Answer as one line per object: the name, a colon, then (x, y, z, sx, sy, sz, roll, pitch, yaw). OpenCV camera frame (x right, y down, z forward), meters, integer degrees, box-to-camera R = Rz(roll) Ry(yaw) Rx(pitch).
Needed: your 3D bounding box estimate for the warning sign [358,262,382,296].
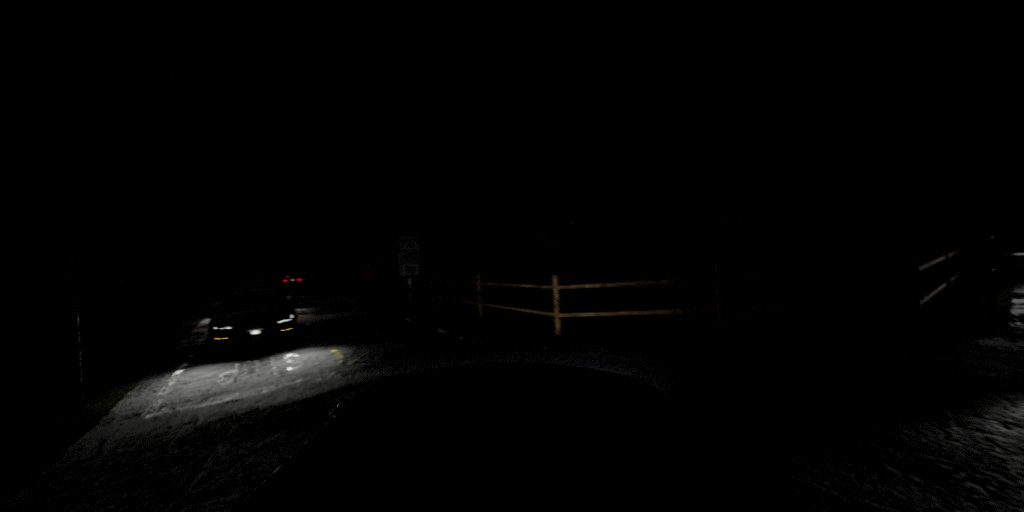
warning sign: (-8.048, 1.268, 20.391, 1.300, 1.860, 1.060, 0, 0, -36)

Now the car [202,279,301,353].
car: (-7.523, 1.637, 10.508, 1.837, 1.490, 4.892, -3, 0, -36)

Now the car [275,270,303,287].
car: (-22.546, 2.440, 36.519, 2.033, 1.411, 5.357, -3, 0, -35)

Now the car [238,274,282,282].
car: (-13.538, 1.940, 18.928, 1.837, 1.490, 4.892, -3, 0, -35)
